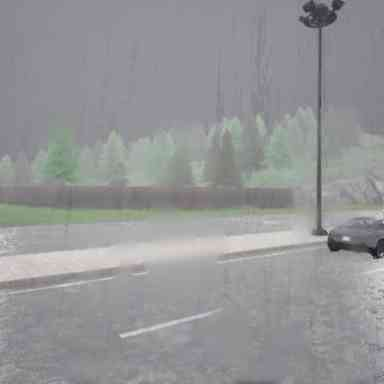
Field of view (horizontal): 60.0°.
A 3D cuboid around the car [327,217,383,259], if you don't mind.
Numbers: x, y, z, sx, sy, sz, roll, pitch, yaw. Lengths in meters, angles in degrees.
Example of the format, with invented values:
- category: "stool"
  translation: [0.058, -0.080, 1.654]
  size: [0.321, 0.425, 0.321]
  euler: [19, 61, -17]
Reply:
- category: "car"
  translation: [7.333, 1.704, 13.369]
  size: [4.181, 1.385, 1.994]
  euler: [1, 0, -35]
